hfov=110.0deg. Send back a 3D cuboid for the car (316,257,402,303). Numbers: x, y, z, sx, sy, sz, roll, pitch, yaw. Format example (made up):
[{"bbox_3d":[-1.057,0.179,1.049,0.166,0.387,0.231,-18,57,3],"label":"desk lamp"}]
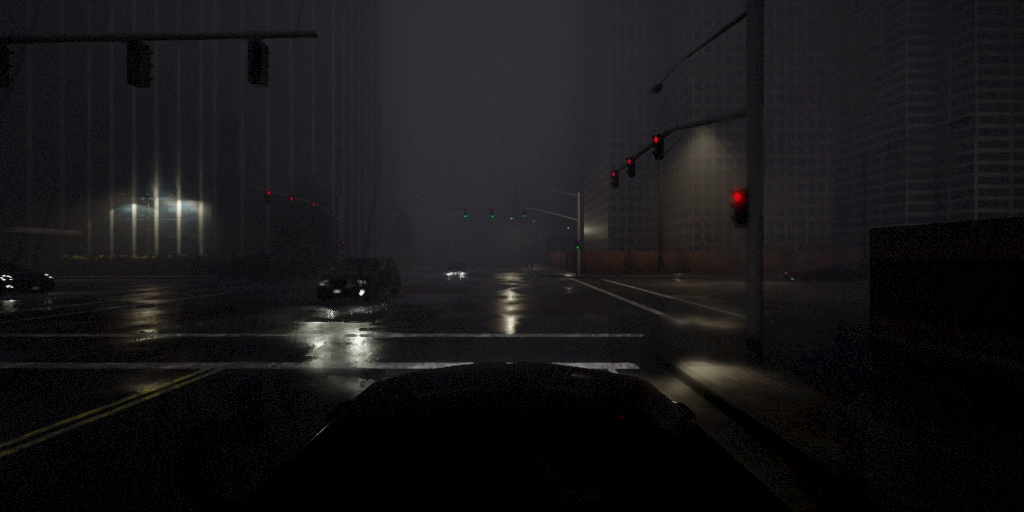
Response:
[{"bbox_3d":[-7.005,1.051,17.112,2.150,2.045,5.566,0,0,0],"label":"car"}]

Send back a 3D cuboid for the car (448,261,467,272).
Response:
[{"bbox_3d":[-7.017,1.335,46.011,1.895,1.301,4.718,0,0,0],"label":"car"}]

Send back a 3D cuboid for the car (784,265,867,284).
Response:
[{"bbox_3d":[22.808,1.350,26.254,4.718,1.301,1.895,0,0,1],"label":"car"}]

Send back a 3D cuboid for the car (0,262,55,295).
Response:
[{"bbox_3d":[-27.061,1.102,18.673,4.553,1.767,2.097,0,0,0],"label":"car"}]
